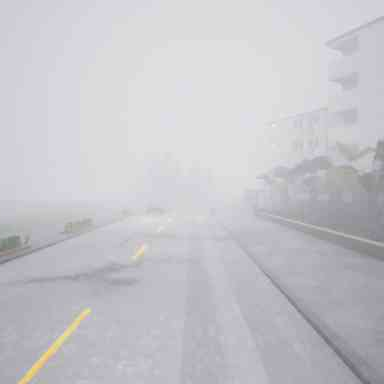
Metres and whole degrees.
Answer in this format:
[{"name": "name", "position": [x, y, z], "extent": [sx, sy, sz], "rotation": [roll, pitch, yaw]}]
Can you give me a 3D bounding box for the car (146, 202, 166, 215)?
[{"name": "car", "position": [-3.984, 1.818, 37.142], "extent": [1.895, 1.301, 4.718], "rotation": [0, 0, 0]}]
